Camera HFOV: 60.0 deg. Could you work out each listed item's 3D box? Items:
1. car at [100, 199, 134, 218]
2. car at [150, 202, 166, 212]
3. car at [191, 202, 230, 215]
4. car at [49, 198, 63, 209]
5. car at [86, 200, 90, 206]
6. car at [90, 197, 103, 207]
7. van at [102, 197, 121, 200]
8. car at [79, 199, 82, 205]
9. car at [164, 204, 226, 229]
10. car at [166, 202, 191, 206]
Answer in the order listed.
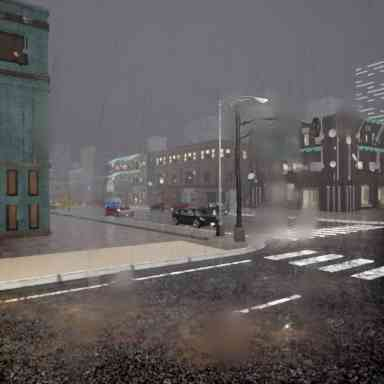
[{"bbox_3d":[-7.804,1.846,35.524,1.967,1.590,4.097,-1,0,-35],"label":"car"},{"bbox_3d":[-4.161,1.966,44.887,1.802,1.307,4.206,-2,0,-35],"label":"car"},{"bbox_3d":[2.235,1.809,35.853,2.008,1.369,4.403,-2,0,-35],"label":"car"},{"bbox_3d":[-23.699,2.233,57.971,1.752,1.417,4.829,-1,0,-35],"label":"car"},{"bbox_3d":[-20.158,2.227,67.472,1.887,1.381,4.507,-1,0,-35],"label":"car"},{"bbox_3d":[-16.965,1.940,62.954,2.192,1.841,5.009,-1,0,-35],"label":"car"},{"bbox_3d":[-13.765,1.907,58.438,1.690,1.788,3.998,-1,0,-35],"label":"van"},{"bbox_3d":[-26.556,2.364,76.506,1.947,1.339,4.313,-1,0,-35],"label":"car"},{"bbox_3d":[0.120,1.814,24.130,1.947,1.339,4.313,-1,0,-35],"label":"car"},{"bbox_3d":[-0.963,1.904,40.370,1.802,1.307,4.206,-2,0,-35],"label":"car"}]
